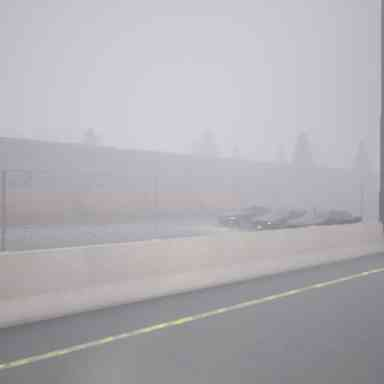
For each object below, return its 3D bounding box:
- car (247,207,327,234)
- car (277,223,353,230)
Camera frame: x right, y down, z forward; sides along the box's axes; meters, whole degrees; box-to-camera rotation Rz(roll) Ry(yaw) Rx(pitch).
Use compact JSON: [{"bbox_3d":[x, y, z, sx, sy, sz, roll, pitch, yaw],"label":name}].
[{"bbox_3d":[6.194,1.731,21.314,5.357,1.411,2.033,1,0,-36],"label":"car"},{"bbox_3d":[6.995,1.645,17.586,5.008,1.535,1.882,1,0,-36],"label":"car"}]
